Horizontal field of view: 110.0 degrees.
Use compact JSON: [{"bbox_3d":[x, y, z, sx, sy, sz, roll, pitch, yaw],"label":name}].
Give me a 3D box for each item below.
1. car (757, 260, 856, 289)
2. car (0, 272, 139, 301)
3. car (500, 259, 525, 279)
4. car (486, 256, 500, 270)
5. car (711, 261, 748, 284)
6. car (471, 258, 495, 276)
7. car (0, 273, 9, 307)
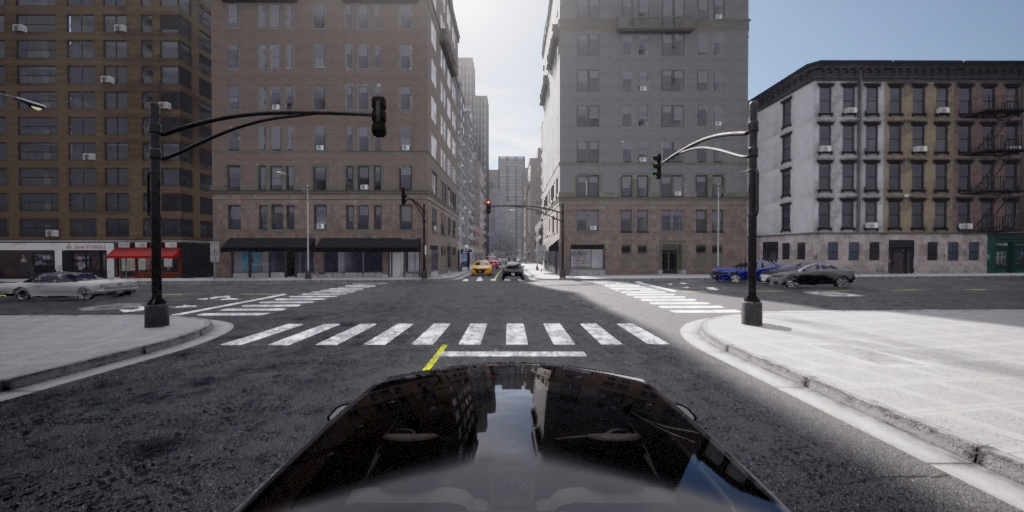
[{"bbox_3d":[17.322,1.107,21.183,4.902,1.511,2.128,0,1,0],"label":"car"},{"bbox_3d":[-21.396,1.461,17.530,4.718,1.301,1.895,0,1,0],"label":"car"},{"bbox_3d":[0.084,1.260,32.455,1.837,1.490,4.892,0,0,0],"label":"car"},{"bbox_3d":[-3.126,0.989,54.449,2.150,2.045,5.566,0,0,0],"label":"car"},{"bbox_3d":[16.281,1.065,24.428,5.008,1.535,1.882,0,1,0],"label":"car"},{"bbox_3d":[-3.119,1.233,37.576,1.882,1.535,5.008,0,0,0],"label":"car"},{"bbox_3d":[-24.141,1.455,14.265,5.357,1.411,2.033,0,1,0],"label":"car"}]
